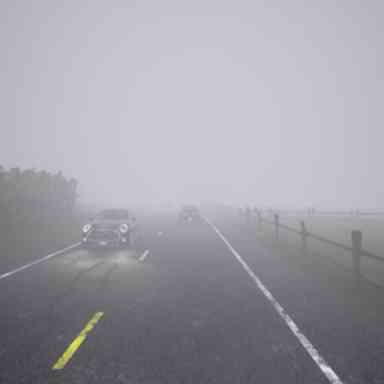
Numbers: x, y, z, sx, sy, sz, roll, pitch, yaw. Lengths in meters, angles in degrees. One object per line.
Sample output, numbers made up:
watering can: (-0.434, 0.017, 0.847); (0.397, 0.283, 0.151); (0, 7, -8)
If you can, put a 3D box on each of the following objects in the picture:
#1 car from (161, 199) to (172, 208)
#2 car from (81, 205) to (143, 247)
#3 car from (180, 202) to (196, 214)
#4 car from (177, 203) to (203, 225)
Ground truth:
car: (-4.690, 2.144, 61.728); (2.128, 1.511, 4.902); (0, -1, -1)
car: (-3.681, 1.533, 15.957); (2.097, 1.767, 4.553); (0, -1, 0)
car: (-0.544, 2.077, 43.849); (1.895, 1.301, 4.718); (0, -1, -1)
car: (-0.183, 1.809, 27.171); (1.837, 1.490, 4.892); (0, -1, -1)
